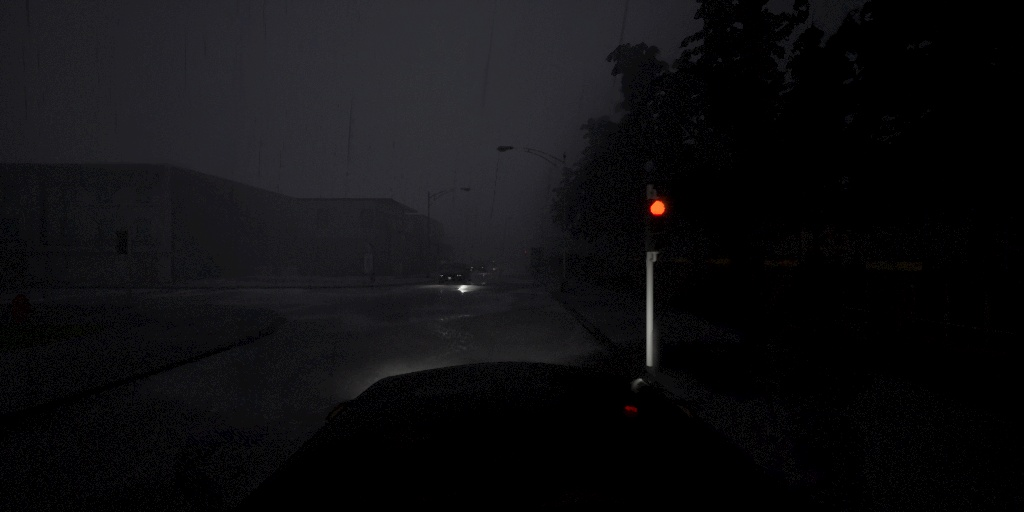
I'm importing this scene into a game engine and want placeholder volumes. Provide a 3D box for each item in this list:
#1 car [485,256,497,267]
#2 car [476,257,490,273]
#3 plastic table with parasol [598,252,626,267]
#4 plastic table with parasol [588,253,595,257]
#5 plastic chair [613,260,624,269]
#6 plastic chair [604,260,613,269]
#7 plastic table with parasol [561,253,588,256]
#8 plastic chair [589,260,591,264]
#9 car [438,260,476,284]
[{"bbox_3d":[-3.972,0.973,64.857,2.150,2.045,5.566,0,0,1],"label":"car"},{"bbox_3d":[-4.054,1.254,43.857,1.837,1.490,4.892,0,0,0],"label":"car"},{"bbox_3d":[15.338,0.693,55.116,2.482,2.480,2.482,0,0,-40],"label":"plastic table with parasol"},{"bbox_3d":[14.722,0.671,63.330,2.482,2.480,2.482,0,0,-42],"label":"plastic table with parasol"},{"bbox_3d":[16.070,1.295,54.116,0.750,1.272,0.730,0,0,-40],"label":"plastic chair"},{"bbox_3d":[14.364,1.304,54.214,0.730,1.272,0.750,0,0,-35],"label":"plastic chair"},{"bbox_3d":[10.021,0.682,57.859,2.482,2.480,2.482,0,0,-40],"label":"plastic table with parasol"},{"bbox_3d":[13.770,1.303,62.443,0.730,1.272,0.750,0,0,-35],"label":"plastic chair"},{"bbox_3d":[-4.155,1.254,26.724,1.837,1.490,4.892,0,0,2],"label":"car"}]
